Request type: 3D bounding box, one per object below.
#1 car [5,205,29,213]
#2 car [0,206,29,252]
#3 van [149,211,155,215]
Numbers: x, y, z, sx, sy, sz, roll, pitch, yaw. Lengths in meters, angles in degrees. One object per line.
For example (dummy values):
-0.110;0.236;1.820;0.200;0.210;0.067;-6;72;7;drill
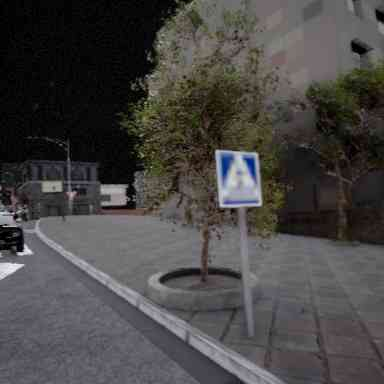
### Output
-13.574;1.631;24.898;1.895;1.301;4.718;-2;-1;-16;car
-8.254;1.596;13.952;1.882;1.535;5.008;-1;1;-31;car
-7.052;4.657;66.738;1.878;1.987;4.442;5;-9;-44;van
